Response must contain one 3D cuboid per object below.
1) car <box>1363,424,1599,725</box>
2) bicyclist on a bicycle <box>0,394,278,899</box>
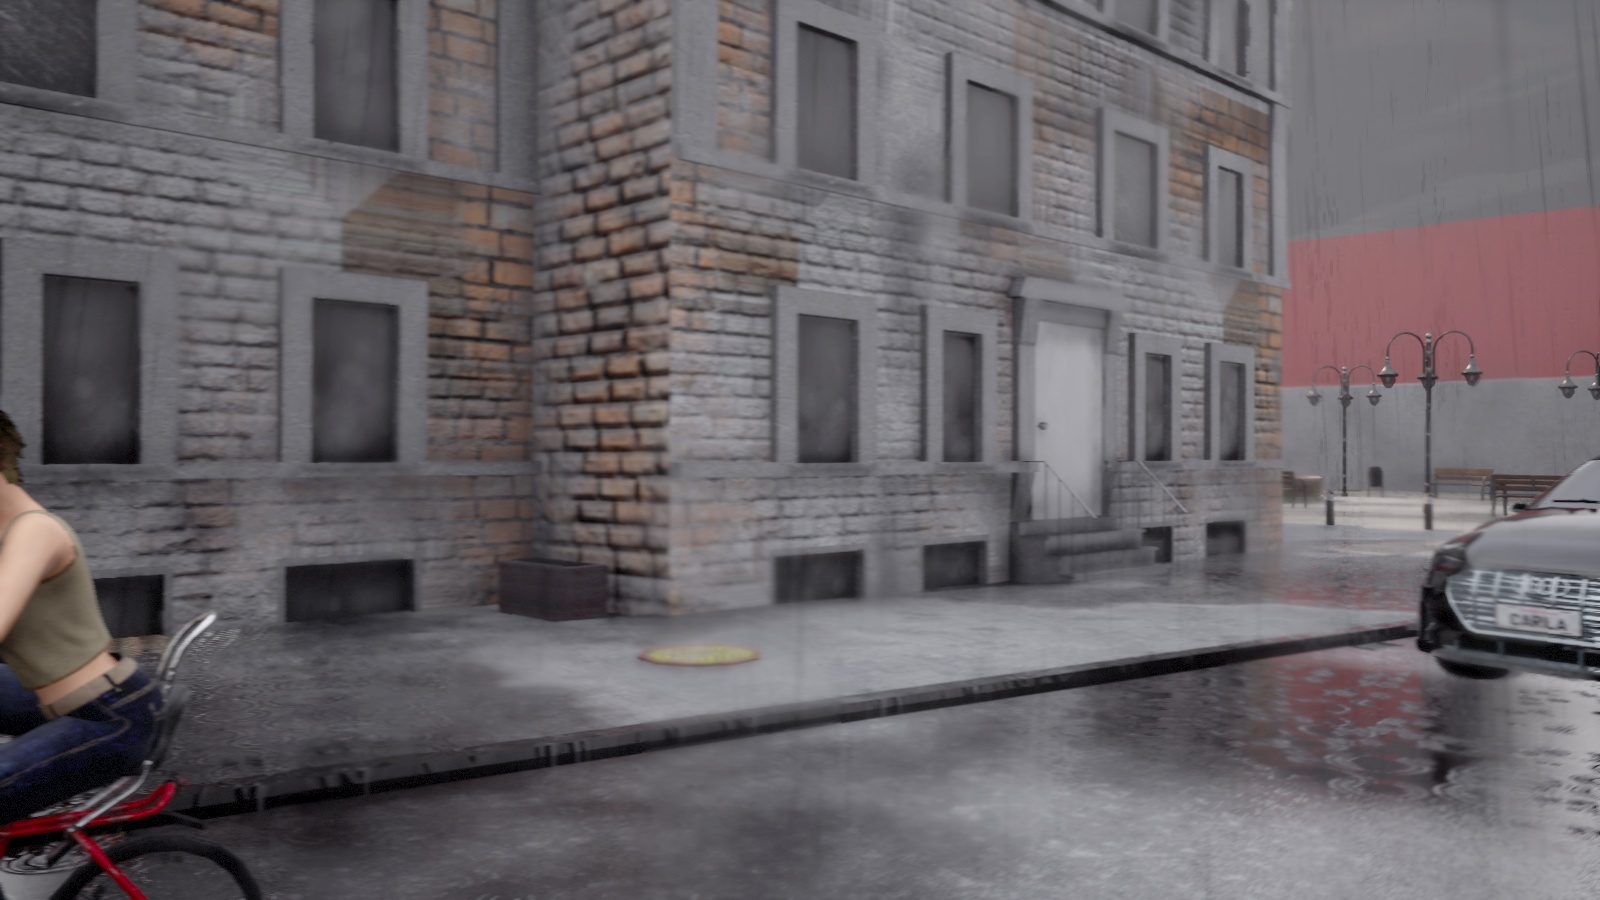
[{"bbox_3d":[6.169,0.683,8.562,4.856,1.649,2.033,0,0,-35],"label":"car"},{"bbox_3d":[-2.070,0.693,2.821,1.509,1.612,0.866,0,0,-35],"label":"bicyclist on a bicycle"}]
